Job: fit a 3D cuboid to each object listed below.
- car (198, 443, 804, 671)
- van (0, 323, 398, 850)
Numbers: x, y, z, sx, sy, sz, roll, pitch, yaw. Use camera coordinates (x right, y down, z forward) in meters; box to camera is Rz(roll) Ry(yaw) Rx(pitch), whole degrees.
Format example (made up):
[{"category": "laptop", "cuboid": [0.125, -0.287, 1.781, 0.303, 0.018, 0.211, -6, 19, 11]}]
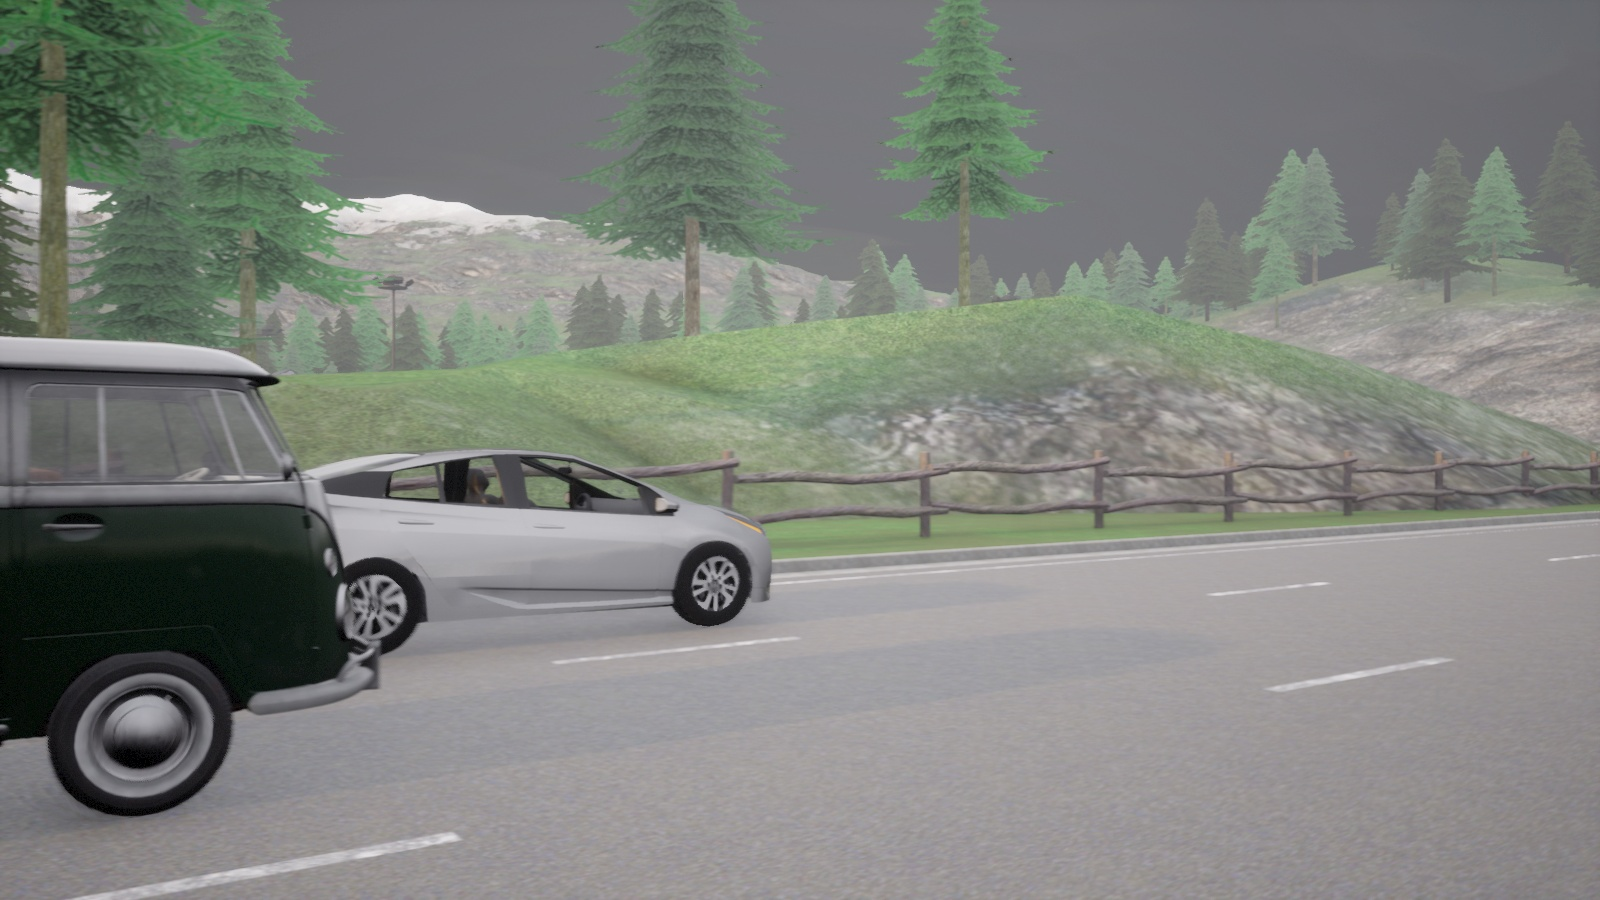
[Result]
[{"category": "car", "cuboid": [-2.391, 0.713, 10.524, 4.514, 1.525, 2.007, 0, 0, -35]}, {"category": "van", "cuboid": [-4.124, 0.520, 5.053, 4.442, 1.987, 1.775, 0, 0, -35]}]
